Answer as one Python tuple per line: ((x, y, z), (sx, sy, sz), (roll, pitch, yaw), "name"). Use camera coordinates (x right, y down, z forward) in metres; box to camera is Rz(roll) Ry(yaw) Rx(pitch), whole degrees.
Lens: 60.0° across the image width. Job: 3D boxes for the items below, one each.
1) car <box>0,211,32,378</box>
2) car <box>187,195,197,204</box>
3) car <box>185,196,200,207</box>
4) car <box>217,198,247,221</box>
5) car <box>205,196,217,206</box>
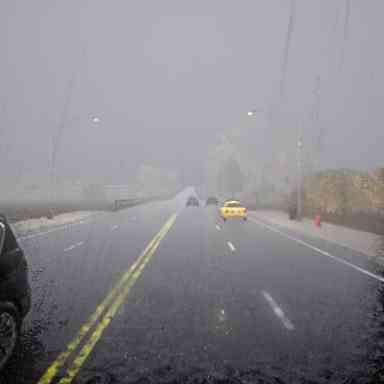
((-3.344, 1.221, 2.474), (2.150, 2.045, 5.566), (0, 0, 0), "car")
((0.001, 1.437, 63.559), (1.882, 1.535, 5.008), (0, 0, 0), "car")
((0.100, 1.500, 50.323), (1.812, 1.442, 4.674), (0, 0, 0), "car")
((3.293, 1.442, 27.102), (1.801, 1.575, 5.366), (0, 0, 1), "car")
((3.254, 1.450, 54.675), (1.882, 1.535, 5.008), (0, 0, 0), "car")
